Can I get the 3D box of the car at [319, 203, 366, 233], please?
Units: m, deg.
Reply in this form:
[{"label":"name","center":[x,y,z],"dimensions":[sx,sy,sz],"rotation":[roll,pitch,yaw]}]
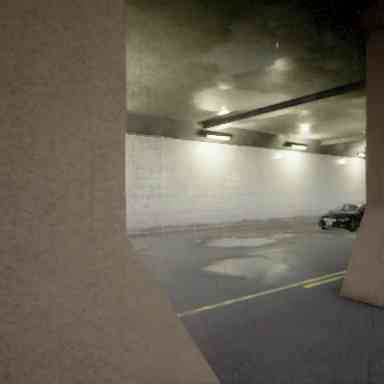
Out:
[{"label":"car","center":[9.334,1.424,19.249],"dimensions":[4.902,1.511,2.128],"rotation":[0,0,-35]}]
